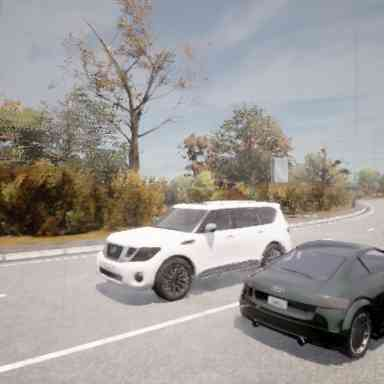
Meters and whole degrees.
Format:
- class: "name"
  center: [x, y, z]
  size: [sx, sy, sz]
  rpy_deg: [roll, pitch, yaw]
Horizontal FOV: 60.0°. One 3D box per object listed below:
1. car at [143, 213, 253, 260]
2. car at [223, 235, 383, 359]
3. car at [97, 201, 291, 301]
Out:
- class: "car"
  center: [0.346, 1.645, 13.412]
  size: [4.181, 1.385, 1.994]
  rpy_deg: [0, 0, -41]
- class: "car"
  center: [2.828, 1.609, 6.151]
  size: [4.181, 1.385, 1.994]
  rpy_deg: [0, 0, -38]
- class: "car"
  center: [0.371, 1.277, 8.865]
  size: [5.566, 2.045, 2.150]
  rpy_deg: [0, 0, -39]
